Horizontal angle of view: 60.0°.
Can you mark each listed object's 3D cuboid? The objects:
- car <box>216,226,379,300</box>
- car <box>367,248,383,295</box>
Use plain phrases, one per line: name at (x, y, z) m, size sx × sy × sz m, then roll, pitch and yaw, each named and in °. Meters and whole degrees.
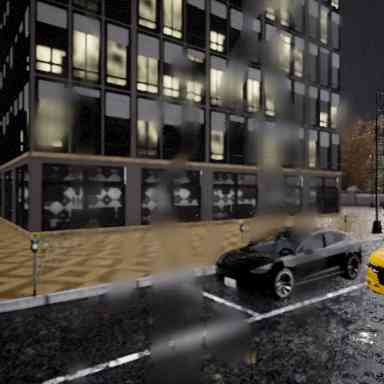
car at (2.602, 1.569, 8.415) m, size 4.313 × 1.339 × 1.947 m, roll 0°, pitch 0°, yaw -36°
car at (5.951, 1.479, 7.623) m, size 5.008 × 1.535 × 1.882 m, roll 0°, pitch 0°, yaw -35°
